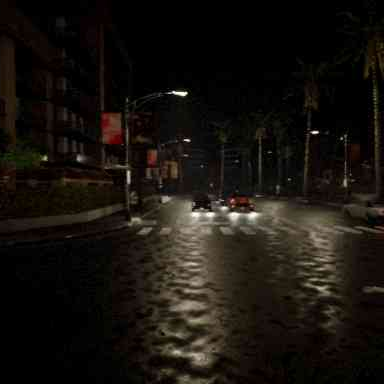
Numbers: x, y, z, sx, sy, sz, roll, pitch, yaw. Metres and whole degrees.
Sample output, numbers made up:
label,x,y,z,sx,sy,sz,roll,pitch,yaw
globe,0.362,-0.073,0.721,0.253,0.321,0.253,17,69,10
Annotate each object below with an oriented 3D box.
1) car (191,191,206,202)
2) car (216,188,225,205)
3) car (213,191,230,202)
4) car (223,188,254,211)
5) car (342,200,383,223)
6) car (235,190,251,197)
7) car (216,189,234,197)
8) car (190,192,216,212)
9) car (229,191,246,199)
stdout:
label,x,y,z,sx,sy,sz,roll,pitch,yaw
car,0.943,0.591,50.650,2.128,1.511,4.902,0,1,0
car,4.394,0.486,40.064,2.150,2.045,5.566,0,1,0
car,4.444,0.628,50.530,2.033,1.411,5.357,0,1,0
car,4.351,0.781,30.728,2.097,1.767,4.553,0,1,0
car,11.407,1.157,21.130,1.895,1.301,4.718,0,1,0
car,10.248,0.279,67.238,1.812,1.442,4.674,-1,1,-12
car,6.653,0.265,67.496,2.128,1.511,4.902,-1,1,-12
car,0.853,0.992,31.043,2.033,1.411,5.357,0,1,0
car,7.838,0.499,57.705,1.994,1.385,4.181,0,1,-4
